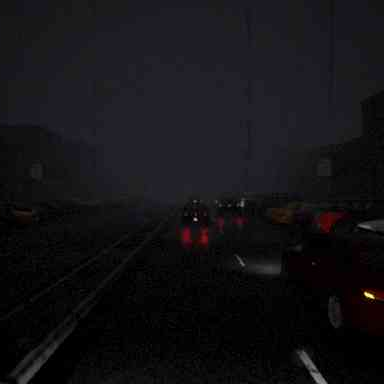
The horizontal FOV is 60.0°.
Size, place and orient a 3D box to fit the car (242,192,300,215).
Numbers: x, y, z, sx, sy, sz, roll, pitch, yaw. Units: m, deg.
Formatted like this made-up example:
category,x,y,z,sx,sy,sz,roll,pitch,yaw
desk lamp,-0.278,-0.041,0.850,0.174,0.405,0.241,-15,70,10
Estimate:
category,x,y,z,sx,sy,sz,roll,pitch,yaw
car,7.883,1.070,34.594,5.566,2.045,2.435,0,0,0

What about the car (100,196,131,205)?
category,x,y,z,sx,sy,sz,roll,pitch,yaw
car,-12.455,1.350,54.318,4.674,1.452,2.002,0,-1,0

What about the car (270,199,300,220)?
category,x,y,z,sx,sy,sz,roll,pitch,yaw
car,7.954,1.408,20.804,5.366,1.575,1.946,0,0,0

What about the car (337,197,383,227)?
category,x,y,z,sx,sy,sz,roll,pitch,yaw
car,7.671,1.207,9.773,5.566,2.045,2.435,0,0,0

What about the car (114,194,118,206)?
category,x,y,z,sx,sy,sz,roll,pitch,yaw
car,-12.550,1.312,43.334,4.674,1.452,2.002,0,0,0

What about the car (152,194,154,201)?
category,x,y,z,sx,sy,sz,roll,pitch,yaw
car,-12.281,1.650,79.322,4.792,1.488,2.163,0,-1,0

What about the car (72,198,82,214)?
category,x,y,z,sx,sy,sz,roll,pitch,yaw
car,-12.691,1.386,29.324,4.792,1.488,2.163,0,0,0

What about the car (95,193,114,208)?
category,x,y,z,sx,sy,sz,roll,pitch,yaw
car,-12.755,1.279,40.565,5.366,1.575,1.946,0,0,0

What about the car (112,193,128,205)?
category,x,y,z,sx,sy,sz,roll,pitch,yaw
car,-12.688,1.274,48.767,5.366,1.575,1.946,0,0,0

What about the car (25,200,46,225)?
category,x,y,z,sx,sy,sz,roll,pitch,yaw
car,-12.544,1.409,21.108,5.366,1.575,1.946,0,0,1

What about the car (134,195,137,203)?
category,x,y,z,sx,sy,sz,roll,pitch,yaw
car,-12.403,1.212,57.097,4.553,1.767,2.185,0,-1,0

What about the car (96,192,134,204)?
category,x,y,z,sx,sy,sz,roll,pitch,yaw
car,-12.451,1.038,51.545,5.566,2.045,2.435,0,0,0

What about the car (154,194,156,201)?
category,x,y,z,sx,sy,sz,roll,pitch,yaw
car,-12.222,1.661,82.227,5.008,1.535,2.097,0,-1,0

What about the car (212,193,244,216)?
category,x,y,z,sx,sy,sz,roll,pitch,yaw
car,3.294,1.217,31.254,2.097,1.767,4.553,0,0,0

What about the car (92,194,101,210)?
category,x,y,z,sx,sy,sz,roll,pitch,yaw
car,-12.621,1.315,35.007,5.008,1.535,2.097,0,0,0

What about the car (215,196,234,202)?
category,x,y,z,sx,sy,sz,roll,pitch,yaw
car,8.165,1.722,84.239,4.674,1.452,2.002,0,-1,0

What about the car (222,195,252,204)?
category,x,y,z,sx,sy,sz,roll,pitch,yaw
car,8.006,1.366,59.391,5.008,1.535,2.097,0,-1,0

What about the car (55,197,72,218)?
category,x,y,z,sx,sy,sz,roll,pitch,yaw
car,-12.680,1.376,26.544,5.008,1.535,2.097,0,0,0

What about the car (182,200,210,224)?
category,x,y,z,sx,sy,sz,roll,pitch,yaw
car,0.250,1.513,24.259,1.895,1.301,4.718,0,0,0

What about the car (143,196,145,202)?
category,x,y,z,sx,sy,sz,roll,pitch,yaw
car,-12.550,1.436,65.556,5.366,1.575,1.946,0,-1,0

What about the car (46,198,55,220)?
category,x,y,z,sx,sy,sz,roll,pitch,yaw
car,-12.739,1.269,23.765,4.553,1.767,2.185,0,0,0

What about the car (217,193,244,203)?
category,x,y,z,sx,sy,sz,roll,pitch,yaw
car,8.109,1.246,70.422,5.566,2.045,2.435,0,-1,0

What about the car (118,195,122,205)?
category,x,y,z,sx,sy,sz,roll,pitch,yaw
car,-12.523,1.311,45.991,4.674,1.452,2.002,0,0,0

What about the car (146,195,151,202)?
category,x,y,z,sx,sy,sz,roll,pitch,yaw
car,-12.303,1.544,73.765,5.008,1.535,2.097,0,-1,0

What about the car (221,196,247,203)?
category,x,y,z,sx,sy,sz,roll,pitch,yaw
car,8.075,1.461,64.905,4.792,1.488,2.163,0,-1,0

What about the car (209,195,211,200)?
category,x,y,z,sx,sy,sz,roll,pitch,yaw
car,8.034,1.804,92.475,5.366,1.575,1.946,0,-1,0

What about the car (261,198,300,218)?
category,x,y,z,sx,sy,sz,roll,pitch,yaw
car,7.971,1.392,23.564,5.366,1.575,1.946,0,0,0

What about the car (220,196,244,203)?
category,x,y,z,sx,sy,sz,roll,pitch,yaw
car,8.060,1.504,67.662,4.674,1.452,2.002,0,-1,0

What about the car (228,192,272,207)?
category,x,y,z,sx,sy,sz,roll,pitch,yaw
car,7.896,1.029,45.618,5.566,2.045,2.435,0,0,0

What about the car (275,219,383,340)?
category,x,y,z,sx,sy,sz,roll,pitch,yaw
car,3.138,1.514,6.468,1.812,1.442,4.674,0,0,0

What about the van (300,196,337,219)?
category,x,y,z,sx,sy,sz,roll,pitch,yaw
van,7.617,1.212,15.290,4.442,1.987,1.878,0,0,0

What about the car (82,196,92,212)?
category,x,y,z,sx,sy,sz,roll,pitch,yaw
car,-12.646,1.337,32.103,4.892,1.521,2.231,0,0,0

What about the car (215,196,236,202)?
category,x,y,z,sx,sy,sz,roll,pitch,yaw
car,8.179,1.671,81.446,4.792,1.488,2.163,0,-1,0

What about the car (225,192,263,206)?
category,x,y,z,sx,sy,sz,roll,pitch,yaw
car,7.931,1.045,51.128,5.566,2.045,2.435,0,0,0

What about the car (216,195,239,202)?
category,x,y,z,sx,sy,sz,roll,pitch,yaw
car,8.110,1.567,75.933,5.008,1.535,2.097,0,-1,0

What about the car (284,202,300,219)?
category,x,y,z,sx,sy,sz,roll,pitch,yaw
car,7.748,1.465,18.049,4.674,1.452,2.002,0,0,0

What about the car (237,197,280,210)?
category,x,y,z,sx,sy,sz,roll,pitch,yaw
car,7.919,1.320,40.108,4.792,1.488,2.163,0,0,0

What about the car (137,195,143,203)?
category,x,y,z,sx,sy,sz,roll,pitch,yaw
car,-12.394,1.405,62.776,4.892,1.521,2.231,0,-1,0

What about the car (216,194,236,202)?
category,x,y,z,sx,sy,sz,roll,pitch,yaw
car,8.101,1.479,78.692,4.553,1.767,2.185,0,-1,0

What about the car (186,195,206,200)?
category,x,y,z,sx,sy,sz,roll,pitch,yaw
car,0.361,1.157,41.991,2.097,1.767,4.553,0,0,0

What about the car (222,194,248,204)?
category,x,y,z,sx,sy,sz,roll,pitch,yaw
car,8.060,1.273,62.149,4.553,1.767,2.185,0,-1,0

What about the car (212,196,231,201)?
category,x,y,z,sx,sy,sz,roll,pitch,yaw
car,8.421,1.847,95.235,5.366,1.575,1.946,0,-1,0

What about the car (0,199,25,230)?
category,x,y,z,sx,sy,sz,roll,pitch,yaw
car,-12.723,1.175,18.325,5.566,2.045,2.435,0,0,1

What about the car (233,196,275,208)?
category,x,y,z,sx,sy,sz,roll,pitch,yaw
car,7.902,1.280,42.860,5.008,1.535,2.097,0,0,0

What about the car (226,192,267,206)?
category,x,y,z,sx,sy,sz,roll,pitch,yaw
car,7.913,1.032,48.371,5.566,2.045,2.435,0,0,0

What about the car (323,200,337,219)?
category,x,y,z,sx,sy,sz,roll,pitch,yaw
car,7.747,1.324,12.532,4.553,1.767,2.185,0,0,0

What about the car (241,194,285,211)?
category,x,y,z,sx,sy,sz,roll,pitch,yaw
car,7.904,1.177,37.350,4.553,1.767,2.185,0,0,0
